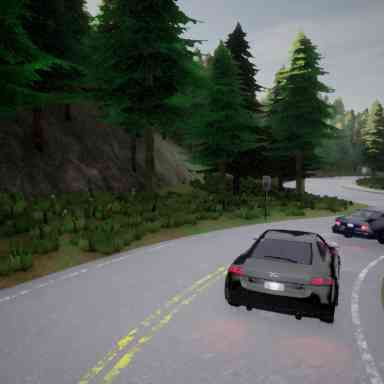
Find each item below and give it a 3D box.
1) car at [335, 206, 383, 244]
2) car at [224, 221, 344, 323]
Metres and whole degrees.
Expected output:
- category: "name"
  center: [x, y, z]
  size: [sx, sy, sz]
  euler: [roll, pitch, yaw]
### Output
- category: "car"
  center: [8.582, 1.371, 14.944]
  size: [5.357, 1.411, 2.033]
  euler: [-1, 5, -33]
- category: "car"
  center: [2.205, 1.532, 7.417]
  size: [1.994, 1.385, 4.181]
  euler: [2, 1, 24]
